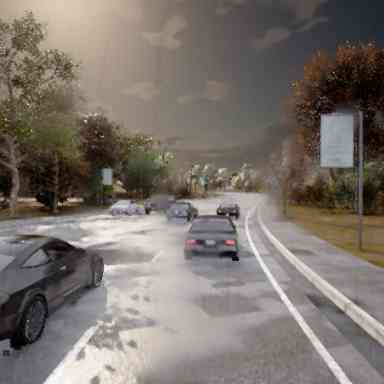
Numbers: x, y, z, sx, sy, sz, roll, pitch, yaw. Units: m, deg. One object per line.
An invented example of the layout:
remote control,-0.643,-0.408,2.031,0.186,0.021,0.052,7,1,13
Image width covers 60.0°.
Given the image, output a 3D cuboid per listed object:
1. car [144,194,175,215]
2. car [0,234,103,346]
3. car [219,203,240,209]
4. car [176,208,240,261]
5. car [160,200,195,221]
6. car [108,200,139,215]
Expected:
car,-3.143,1.253,34.463,2.150,2.045,5.566,0,0,11
car,-3.151,1.526,6.256,1.812,1.442,4.674,0,0,3
car,3.352,1.653,30.090,1.895,1.301,4.718,0,0,11
car,0.792,1.568,12.458,2.033,1.411,5.357,0,0,5
car,-0.734,1.581,27.218,2.033,1.411,5.357,0,0,10
car,-6.833,1.543,33.746,1.812,1.442,4.674,0,0,11
